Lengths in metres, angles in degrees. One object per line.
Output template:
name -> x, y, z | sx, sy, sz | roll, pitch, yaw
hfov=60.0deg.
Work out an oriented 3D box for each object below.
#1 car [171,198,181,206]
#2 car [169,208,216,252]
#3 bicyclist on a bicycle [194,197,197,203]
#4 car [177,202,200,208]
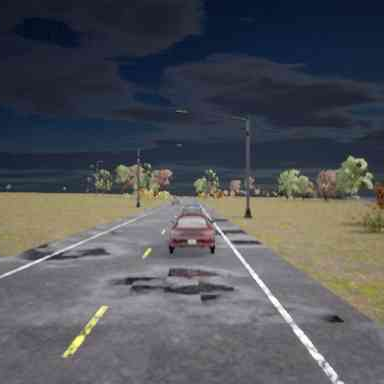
car -> -3.487, 2.148, 71.810 | 1.837, 1.490, 4.892 | 0, -1, 0
car -> 0.008, 1.660, 14.378 | 1.812, 1.442, 4.674 | 0, 0, 0
bicyclist on a bicycle -> 0.975, 2.238, 89.070 | 0.866, 1.612, 1.509 | 0, -1, 0
car -> 0.007, 1.815, 28.995 | 2.033, 1.411, 5.357 | 0, 0, 0
